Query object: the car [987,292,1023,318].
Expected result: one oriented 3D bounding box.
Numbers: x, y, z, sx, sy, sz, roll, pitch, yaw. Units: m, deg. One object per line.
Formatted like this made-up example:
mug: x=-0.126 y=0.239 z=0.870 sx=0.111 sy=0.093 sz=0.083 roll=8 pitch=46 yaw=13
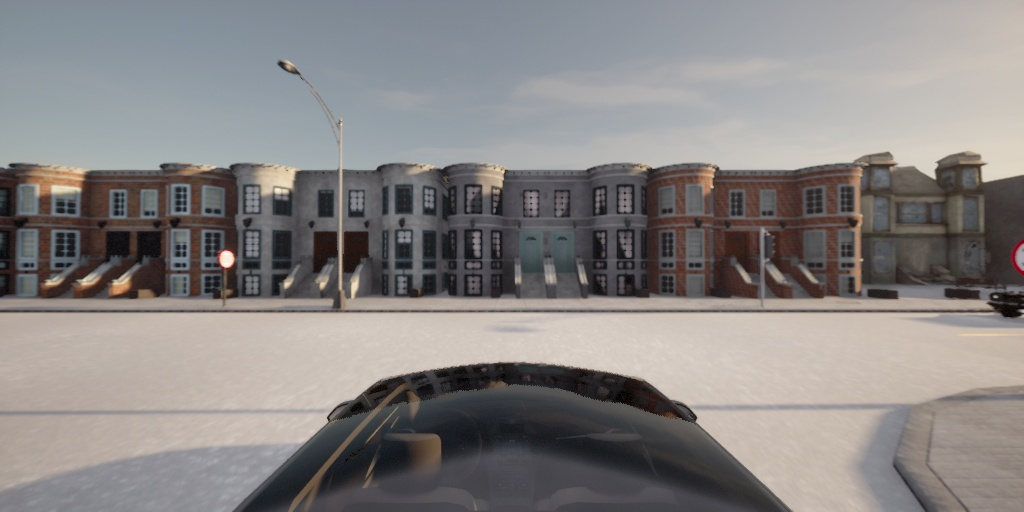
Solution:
car: x=18.584 y=1.456 z=11.475 sx=4.718 sy=1.301 sz=1.895 roll=0 pitch=-1 yaw=0
